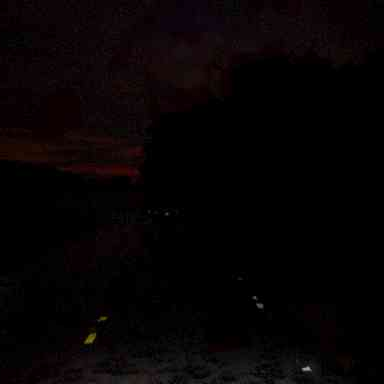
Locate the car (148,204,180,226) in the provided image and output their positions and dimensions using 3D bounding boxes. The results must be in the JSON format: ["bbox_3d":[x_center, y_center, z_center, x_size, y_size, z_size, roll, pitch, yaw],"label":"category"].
[{"bbox_3d":[-2.228,1.749,27.240,2.097,1.767,4.553,0,-1,-9],"label":"car"}]

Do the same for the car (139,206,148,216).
[{"bbox_3d":[-5.964,2.526,44.732,1.994,1.385,4.181,-1,-2,-15],"label":"car"}]
